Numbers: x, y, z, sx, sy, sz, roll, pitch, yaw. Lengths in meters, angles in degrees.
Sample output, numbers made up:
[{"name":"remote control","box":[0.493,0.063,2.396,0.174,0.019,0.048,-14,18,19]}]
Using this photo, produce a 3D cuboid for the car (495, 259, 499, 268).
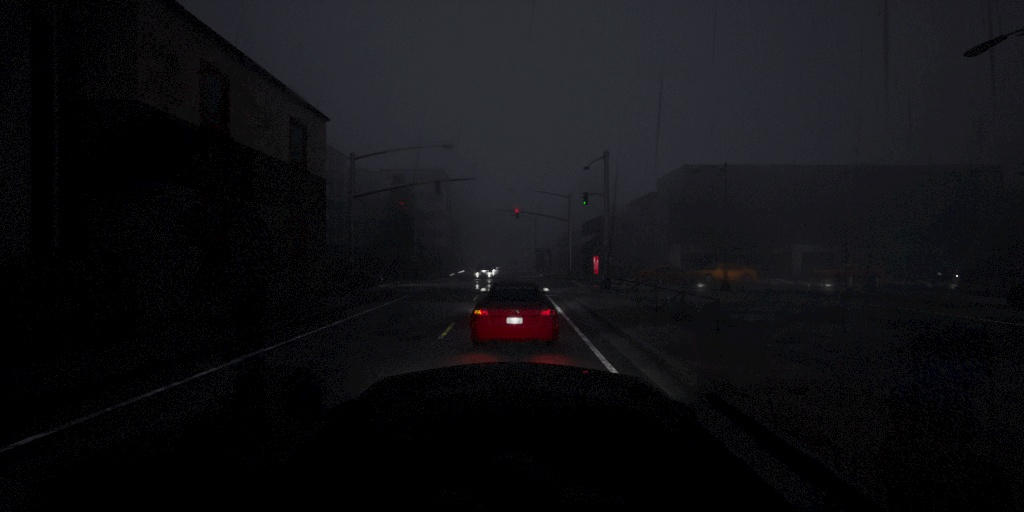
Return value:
[{"name":"car","box":[-3.520,1.351,56.377,1.895,1.301,4.718,0,0,0]}]

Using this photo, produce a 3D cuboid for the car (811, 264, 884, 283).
[{"name":"car","box":[27.555,1.404,29.538,5.008,1.535,1.882,0,0,0]}]

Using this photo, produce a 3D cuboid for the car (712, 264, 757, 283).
[{"name":"car","box":[17.330,1.404,29.529,5.008,1.535,1.882,0,0,0]}]

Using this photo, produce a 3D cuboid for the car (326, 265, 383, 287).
[{"name":"car","box":[-11.809,1.418,25.789,4.902,1.511,2.128,0,0,0]}]

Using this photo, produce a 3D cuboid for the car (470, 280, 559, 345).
[{"name":"car","box":[0.072,1.314,9.472,1.994,1.385,4.181,0,0,0]}]

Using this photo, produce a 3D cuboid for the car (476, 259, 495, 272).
[{"name":"car","box":[-3.543,1.276,46.343,1.812,1.442,4.674,0,0,0]}]

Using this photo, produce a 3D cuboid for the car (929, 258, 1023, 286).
[{"name":"car","box":[38.045,1.148,29.531,5.566,2.045,2.150,0,0,0]}]

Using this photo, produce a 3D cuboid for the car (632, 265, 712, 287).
[{"name":"car","box":[11.230,1.405,25.822,5.008,1.535,1.882,0,0,0]}]
